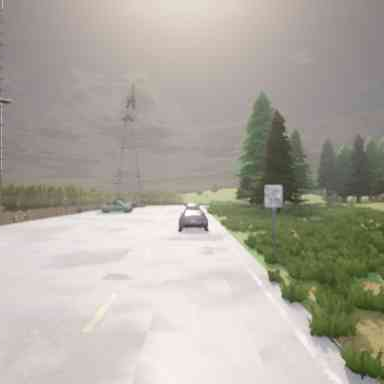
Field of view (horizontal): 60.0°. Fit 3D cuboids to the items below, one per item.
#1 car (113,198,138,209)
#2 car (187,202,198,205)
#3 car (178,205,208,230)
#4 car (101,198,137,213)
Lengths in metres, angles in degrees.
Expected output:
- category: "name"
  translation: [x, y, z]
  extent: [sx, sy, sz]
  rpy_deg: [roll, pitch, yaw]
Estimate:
- category: "car"
  translation: [-11.942, 2.008, 59.738]
  extent: [3.866, 1.878, 1.905]
  rpy_deg: [0, -1, -31]
- category: "car"
  translation: [0.070, 2.002, 41.759]
  extent: [2.033, 1.411, 5.357]
  rpy_deg: [0, -1, 0]
- category: "car"
  translation: [0.084, 1.815, 22.941]
  extent: [1.994, 1.385, 4.181]
  rpy_deg: [0, -1, 0]
- category: "car"
  translation: [-9.574, 1.951, 42.893]
  extent: [3.988, 1.617, 1.851]
  rpy_deg: [0, -1, -1]
